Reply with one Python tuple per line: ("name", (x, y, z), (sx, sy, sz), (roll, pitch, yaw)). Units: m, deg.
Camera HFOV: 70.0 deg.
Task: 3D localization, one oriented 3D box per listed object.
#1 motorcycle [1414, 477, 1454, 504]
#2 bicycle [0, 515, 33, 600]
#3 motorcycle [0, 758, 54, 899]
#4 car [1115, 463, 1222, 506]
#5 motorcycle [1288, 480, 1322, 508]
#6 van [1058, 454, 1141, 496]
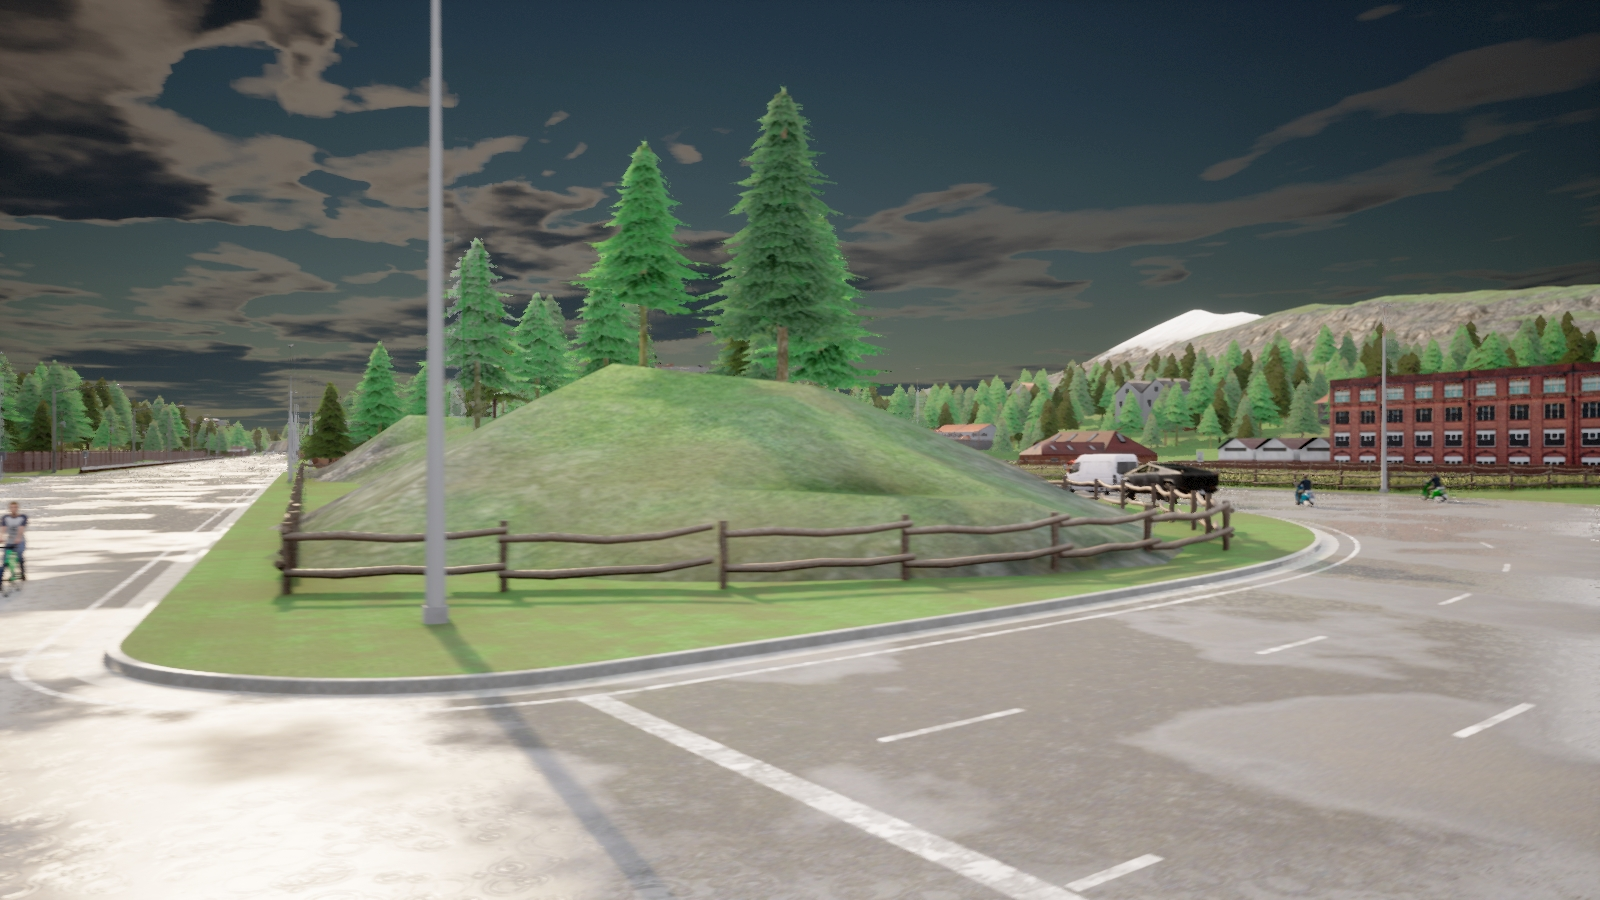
("motorcycle", (33.982, 2.153, 61.225), (0.856, 1.316, 1.805), (-2, 0, -13))
("bicycle", (-15.286, 2.061, 22.185), (0.373, 1.496, 1.643), (0, 0, -23))
("motorcycle", (-4.533, 2.206, 4.885), (2.209, 1.251, 0.867), (0, 0, -36))
("car", (19.355, 1.765, 60.406), (2.390, 2.098, 6.274), (0, 0, -14))
("motorcycle", (24.695, 2.153, 55.906), (0.856, 1.316, 1.805), (0, 0, -2))
("van", (18.988, 1.549, 72.754), (1.988, 2.561, 5.915), (0, 0, -22))
